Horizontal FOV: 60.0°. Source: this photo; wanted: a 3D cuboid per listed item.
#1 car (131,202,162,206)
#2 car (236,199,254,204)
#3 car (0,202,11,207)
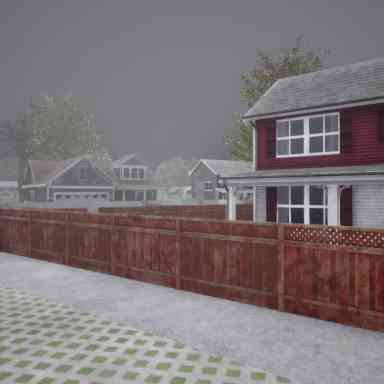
[{"bbox_3d":[-4.187,1.631,27.569,4.892,1.490,1.837,1,-1,-36],"label":"car"},{"bbox_3d":[5.285,1.531,34.129,4.553,1.767,2.097,0,0,-34],"label":"car"},{"bbox_3d":[-13.410,1.419,20.713,4.553,1.767,2.097,0,0,-37],"label":"car"}]
